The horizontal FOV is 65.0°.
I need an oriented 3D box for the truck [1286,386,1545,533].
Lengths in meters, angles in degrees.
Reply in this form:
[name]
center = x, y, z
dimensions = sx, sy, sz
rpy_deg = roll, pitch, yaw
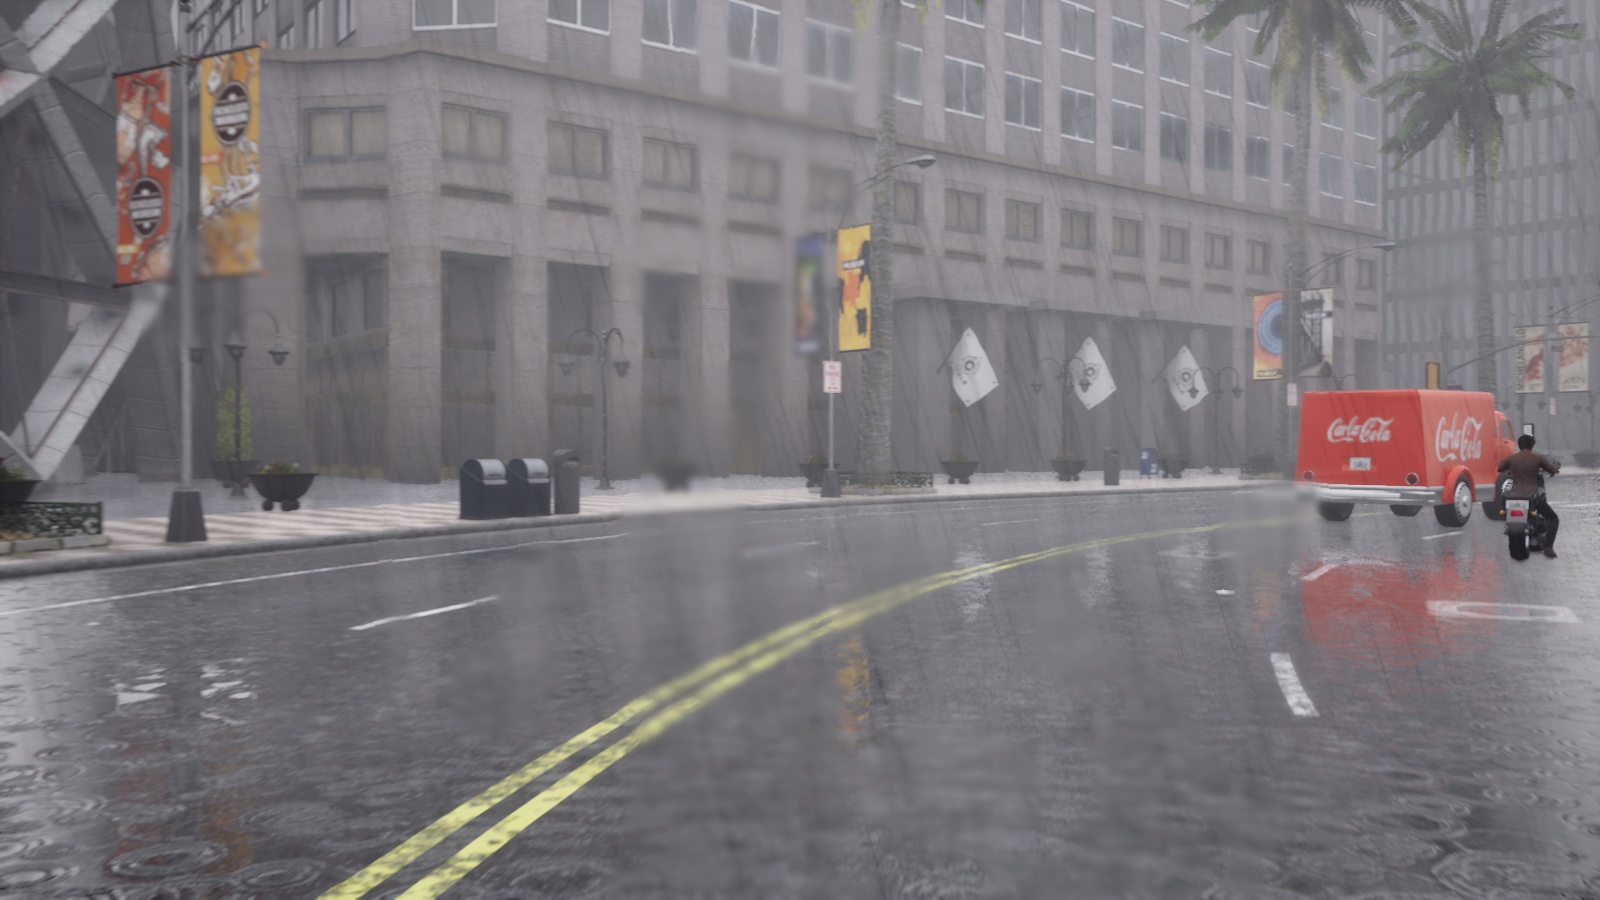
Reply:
[truck]
center = 11.781, 0.148, 23.891
dimensions = 5.204, 2.467, 2.627
rpy_deg = 0, 0, -41

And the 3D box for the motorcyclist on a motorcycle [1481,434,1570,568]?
[motorcyclist on a motorcycle]
center = 9.618, 0.622, 16.603
dimensions = 0.766, 1.649, 2.350
rpy_deg = 0, 0, 36
